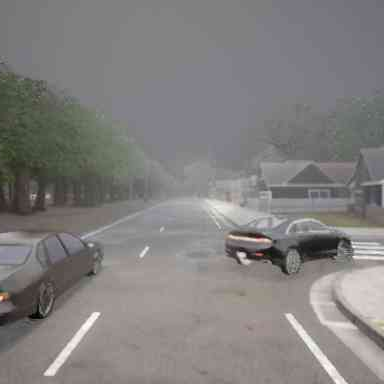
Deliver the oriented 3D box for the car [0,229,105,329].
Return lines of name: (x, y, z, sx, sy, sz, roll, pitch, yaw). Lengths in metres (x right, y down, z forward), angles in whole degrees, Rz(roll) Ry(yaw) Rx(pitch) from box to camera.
car: (-3.441, 1.527, 7.211, 2.033, 1.411, 5.357, 0, 0, 0)

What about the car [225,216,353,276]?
car: (3.176, 1.501, 10.402, 4.902, 1.511, 2.128, 1, -2, -40)
